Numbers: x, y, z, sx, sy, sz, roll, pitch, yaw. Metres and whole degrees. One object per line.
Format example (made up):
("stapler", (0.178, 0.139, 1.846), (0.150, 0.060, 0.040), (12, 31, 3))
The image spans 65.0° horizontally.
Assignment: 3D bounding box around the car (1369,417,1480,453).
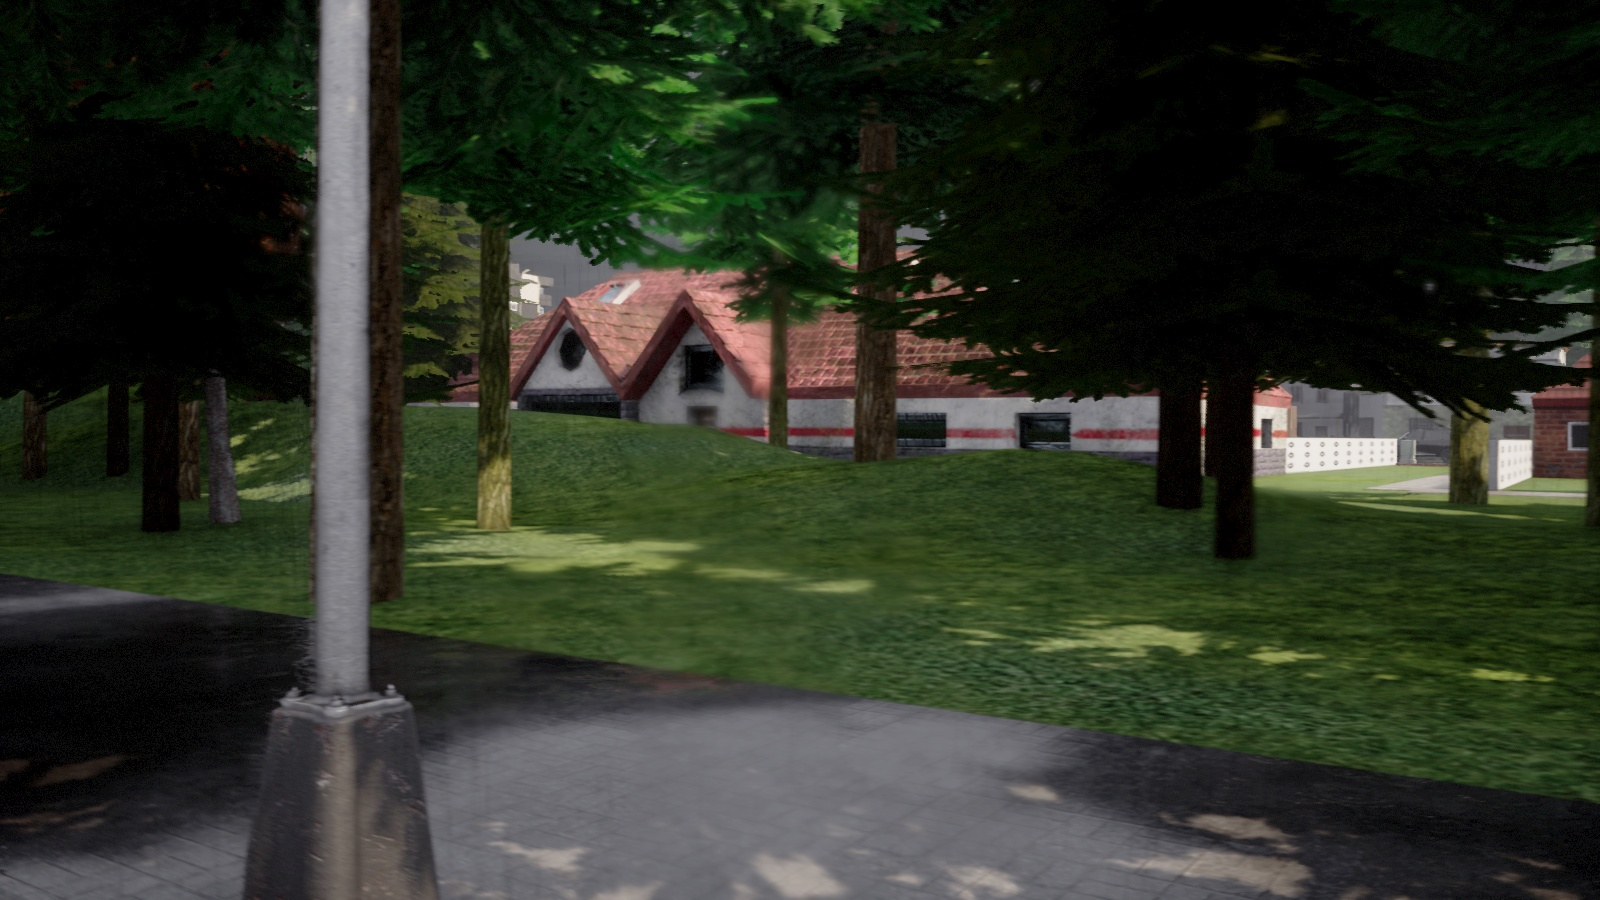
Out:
("car", (36.635, -0.888, 73.718), (5.566, 2.045, 2.150), (0, 1, 34))
